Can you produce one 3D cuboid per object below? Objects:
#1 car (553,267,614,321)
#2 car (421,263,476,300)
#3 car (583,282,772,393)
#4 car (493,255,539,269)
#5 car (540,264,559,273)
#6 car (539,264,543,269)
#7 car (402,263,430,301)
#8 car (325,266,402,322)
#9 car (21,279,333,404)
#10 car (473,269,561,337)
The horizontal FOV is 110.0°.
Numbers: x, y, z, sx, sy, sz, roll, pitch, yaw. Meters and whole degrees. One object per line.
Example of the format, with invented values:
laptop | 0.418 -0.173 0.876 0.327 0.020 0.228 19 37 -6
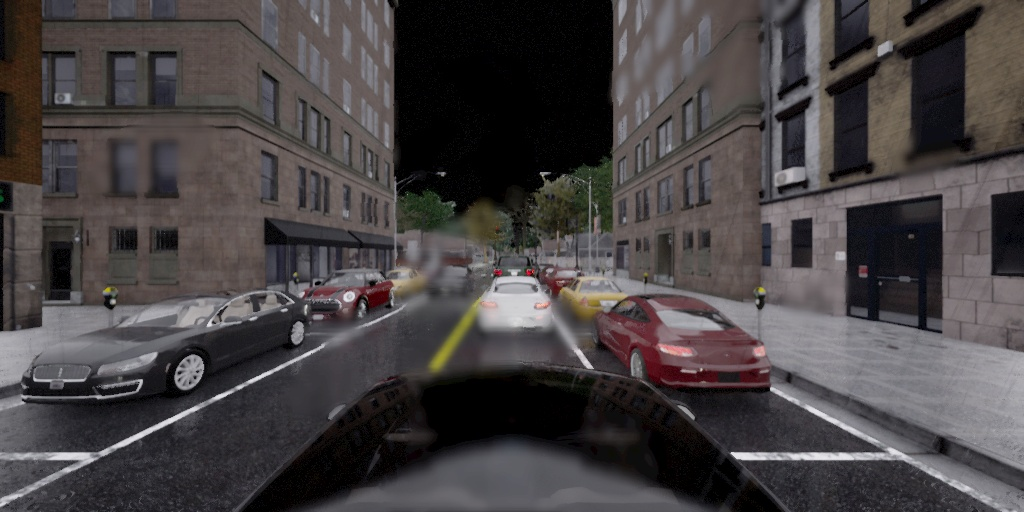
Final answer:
car | 2.642 1.257 12.121 1.751 1.417 4.829 0 0 0
car | -2.834 1.228 17.719 1.837 1.490 4.892 0 0 0
car | 2.639 1.323 6.432 1.802 1.307 4.207 0 0 0
car | 0.110 0.942 19.914 2.150 2.045 5.566 0 0 0
car | 2.645 1.268 17.469 1.888 1.381 4.507 0 0 0
car | 2.648 1.297 22.987 1.802 1.307 4.207 0 0 0
car | -5.380 1.249 17.301 1.751 1.417 4.829 0 0 0
car | -5.383 1.171 11.952 1.967 1.591 4.097 0 0 0
car | -5.386 1.291 6.434 2.007 1.370 4.403 0 0 0
car | 0.103 1.260 10.152 1.812 1.442 4.674 0 0 0
